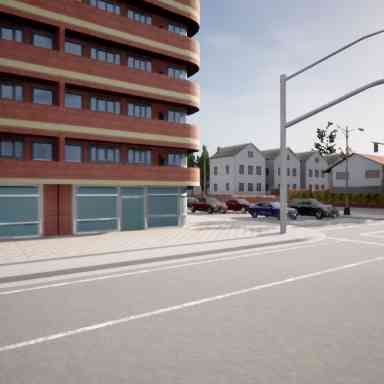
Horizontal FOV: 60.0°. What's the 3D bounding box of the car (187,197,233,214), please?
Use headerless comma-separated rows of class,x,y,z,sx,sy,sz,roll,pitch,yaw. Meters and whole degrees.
car,1.795,1.352,35.374,2.097,1.767,4.553,0,0,-34

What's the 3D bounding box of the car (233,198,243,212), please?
car,5.174,1.478,36.646,1.882,1.535,5.008,0,0,-35

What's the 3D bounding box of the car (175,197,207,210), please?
car,-0.210,1.505,44.434,1.837,1.490,4.892,0,0,-35

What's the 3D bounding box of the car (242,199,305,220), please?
car,6.792,1.526,28.178,1.812,1.442,4.674,0,0,-35

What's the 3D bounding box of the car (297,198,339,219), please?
car,10.427,1.352,29.072,2.097,1.767,4.553,0,0,-35
